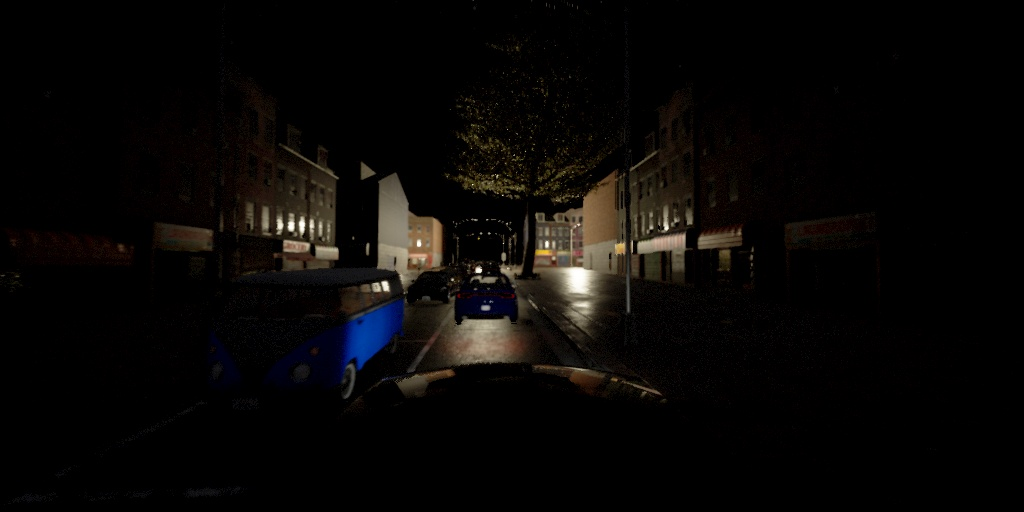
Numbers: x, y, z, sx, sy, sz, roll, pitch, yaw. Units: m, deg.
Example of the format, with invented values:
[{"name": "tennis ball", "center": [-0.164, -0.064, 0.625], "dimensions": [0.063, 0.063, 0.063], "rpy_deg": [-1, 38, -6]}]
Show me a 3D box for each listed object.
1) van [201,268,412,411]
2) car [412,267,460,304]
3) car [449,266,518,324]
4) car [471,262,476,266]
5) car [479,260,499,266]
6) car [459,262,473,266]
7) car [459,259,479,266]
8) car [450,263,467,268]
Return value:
[{"name": "van", "center": [-3.036, 1.107, 5.996], "dimensions": [1.690, 1.789, 3.998], "rpy_deg": [0, 0, -3]}, {"name": "car", "center": [-3.696, 1.400, 17.047], "dimensions": [1.948, 1.339, 4.313], "rpy_deg": [0, 0, -3]}, {"name": "car", "center": [-0.841, 1.291, 12.374], "dimensions": [1.882, 1.535, 5.008], "rpy_deg": [0, 0, -3]}, {"name": "car", "center": [-4.686, 1.491, 33.622], "dimensions": [2.007, 1.370, 4.403], "rpy_deg": [0, 0, -3]}, {"name": "car", "center": [-2.050, 1.439, 35.437], "dimensions": [1.882, 1.535, 5.008], "rpy_deg": [0, 0, -3]}, {"name": "car", "center": [-4.356, 1.449, 28.097], "dimensions": [1.888, 1.381, 4.507], "rpy_deg": [0, 0, -3]}, {"name": "car", "center": [-5.016, 1.293, 39.147], "dimensions": [2.192, 1.841, 5.009], "rpy_deg": [0, 0, -3]}, {"name": "car", "center": [-4.016, 1.394, 22.402], "dimensions": [1.751, 1.417, 4.829], "rpy_deg": [0, 0, -3]}]
